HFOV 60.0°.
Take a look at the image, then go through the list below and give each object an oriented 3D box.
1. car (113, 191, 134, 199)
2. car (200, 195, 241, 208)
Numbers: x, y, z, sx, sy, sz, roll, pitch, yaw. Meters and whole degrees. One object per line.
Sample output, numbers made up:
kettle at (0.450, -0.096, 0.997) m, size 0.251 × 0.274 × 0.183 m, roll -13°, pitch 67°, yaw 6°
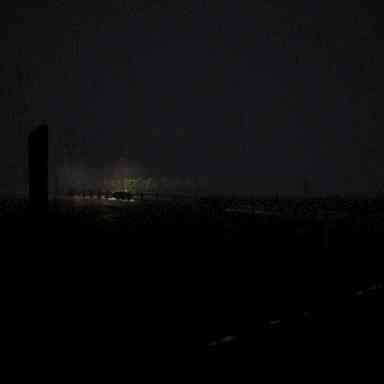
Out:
car at (-11.333, 0.510, 54.783) m, size 1.895 × 1.301 × 4.718 m, roll 0°, pitch 1°, yaw -35°
car at (2.895, 0.953, 34.718) m, size 1.895 × 1.301 × 4.718 m, roll 0°, pitch 1°, yaw -35°
